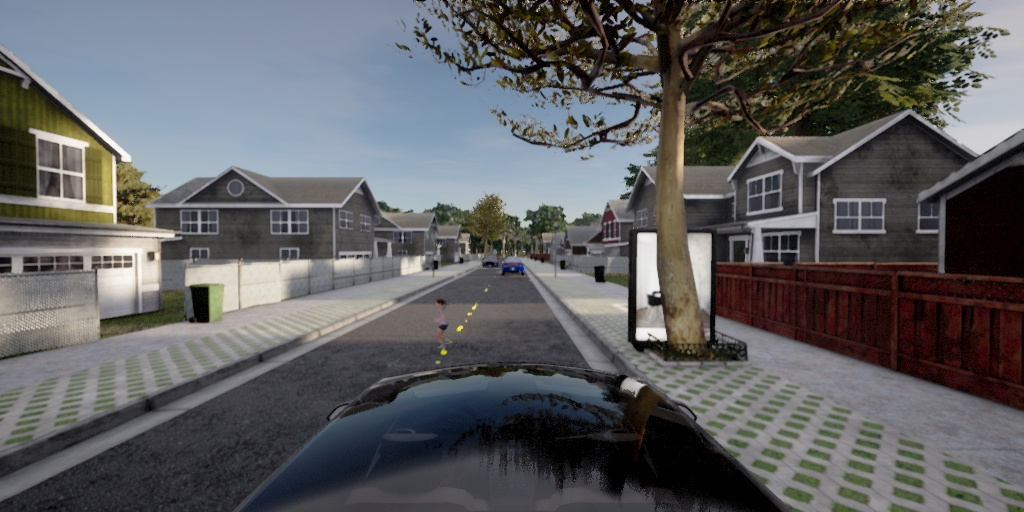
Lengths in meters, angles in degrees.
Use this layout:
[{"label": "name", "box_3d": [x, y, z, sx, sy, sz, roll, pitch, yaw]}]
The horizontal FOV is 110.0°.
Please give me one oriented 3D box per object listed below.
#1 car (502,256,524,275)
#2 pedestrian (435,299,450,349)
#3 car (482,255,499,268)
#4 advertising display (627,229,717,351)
[{"label": "car", "box_3d": [0.100, 0.898, 32.517, 1.882, 1.535, 5.008, 0, 0, 0]}, {"label": "pedestrian", "box_3d": [-1.417, 1.360, 7.473, 0.500, 1.100, 0.500, 0, 1, -8]}, {"label": "car", "box_3d": [-2.825, 0.621, 47.766, 2.097, 1.767, 4.553, 0, 1, 0]}, {"label": "advertising display", "box_3d": [3.011, 0.718, 6.822, 1.540, 2.440, 0.280, 0, 0, 0]}]
